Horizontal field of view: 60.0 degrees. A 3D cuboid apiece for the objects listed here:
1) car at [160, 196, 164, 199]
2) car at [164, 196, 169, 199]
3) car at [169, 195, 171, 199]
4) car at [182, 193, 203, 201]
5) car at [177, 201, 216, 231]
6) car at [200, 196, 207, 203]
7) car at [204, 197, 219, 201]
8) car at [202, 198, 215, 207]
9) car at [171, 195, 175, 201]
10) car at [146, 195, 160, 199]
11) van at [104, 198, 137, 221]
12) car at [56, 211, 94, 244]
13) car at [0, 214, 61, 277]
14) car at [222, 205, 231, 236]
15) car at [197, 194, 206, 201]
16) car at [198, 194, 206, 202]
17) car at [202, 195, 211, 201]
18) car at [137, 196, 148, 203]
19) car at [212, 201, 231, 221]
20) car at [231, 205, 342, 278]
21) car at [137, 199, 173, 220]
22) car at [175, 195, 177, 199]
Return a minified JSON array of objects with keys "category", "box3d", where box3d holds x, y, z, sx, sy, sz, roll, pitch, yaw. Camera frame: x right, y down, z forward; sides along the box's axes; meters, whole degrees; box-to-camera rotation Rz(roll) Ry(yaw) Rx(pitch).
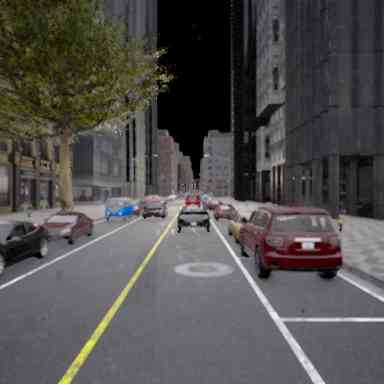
[{"category":"car","box3d":[-5.863,1.406,49.520,2.192,1.841,5.009,0,0,0]},{"category":"car","box3d":[-5.865,1.567,60.799,1.967,1.590,4.097,0,0,0]},{"category":"car","box3d":[-5.865,1.589,66.437,1.967,1.590,4.097,0,0,0]},{"category":"car","box3d":[0.095,1.301,46.063,2.150,2.045,5.566,0,0,0]},{"category":"car","box3d":[0.098,1.509,20.451,2.128,1.511,4.902,0,0,0]},{"category":"car","box3d":[2.660,1.728,77.908,1.752,1.417,4.829,0,-1,1]},{"category":"car","box3d":[2.664,1.606,38.228,1.887,1.381,4.507,0,0,0]},{"category":"car","box3d":[2.662,1.673,55.145,1.947,1.339,4.313,0,0,0]},{"category":"car","box3d":[-5.874,1.753,83.153,1.752,1.417,4.829,0,-1,1]},{"category":"car","box3d":[-5.862,1.391,43.881,2.192,1.841,5.009,0,0,0]},{"category":"van","box3d":[-5.861,1.375,26.962,1.690,1.788,3.998,0,0,0]},{"category":"car","box3d":[-5.859,1.592,15.682,1.802,1.307,4.206,0,0,0]},{"category":"car","box3d":[-5.858,1.571,10.044,1.947,1.339,4.313,0,0,0]},{"category":"car","box3d":[2.667,1.535,15.843,1.752,1.417,4.829,0,0,0]},{"category":"car","box3d":[2.658,1.598,94.617,2.192,1.841,5.009,0,0,0]},{"category":"car","box3d":[2.658,1.572,88.977,2.192,1.841,5.009,0,0,0]},{"category":"car","box3d":[2.663,1.516,43.867,1.967,1.590,4.097,0,0,0]},{"category":"car","box3d":[-5.861,1.488,32.601,1.967,1.590,4.097,0,0,0]},{"category":"car","box3d":[2.665,1.615,26.950,1.802,1.307,4.206,0,0,0]},{"category":"car","box3d":[2.668,1.320,10.035,2.192,1.841,5.009,0,0,0]},{"category":"car","box3d":[-3.089,1.586,28.930,2.033,1.411,5.357,0,0,0]},{"category":"car","box3d":[-5.868,1.808,94.466,1.752,1.417,4.829,0,0,0]}]
